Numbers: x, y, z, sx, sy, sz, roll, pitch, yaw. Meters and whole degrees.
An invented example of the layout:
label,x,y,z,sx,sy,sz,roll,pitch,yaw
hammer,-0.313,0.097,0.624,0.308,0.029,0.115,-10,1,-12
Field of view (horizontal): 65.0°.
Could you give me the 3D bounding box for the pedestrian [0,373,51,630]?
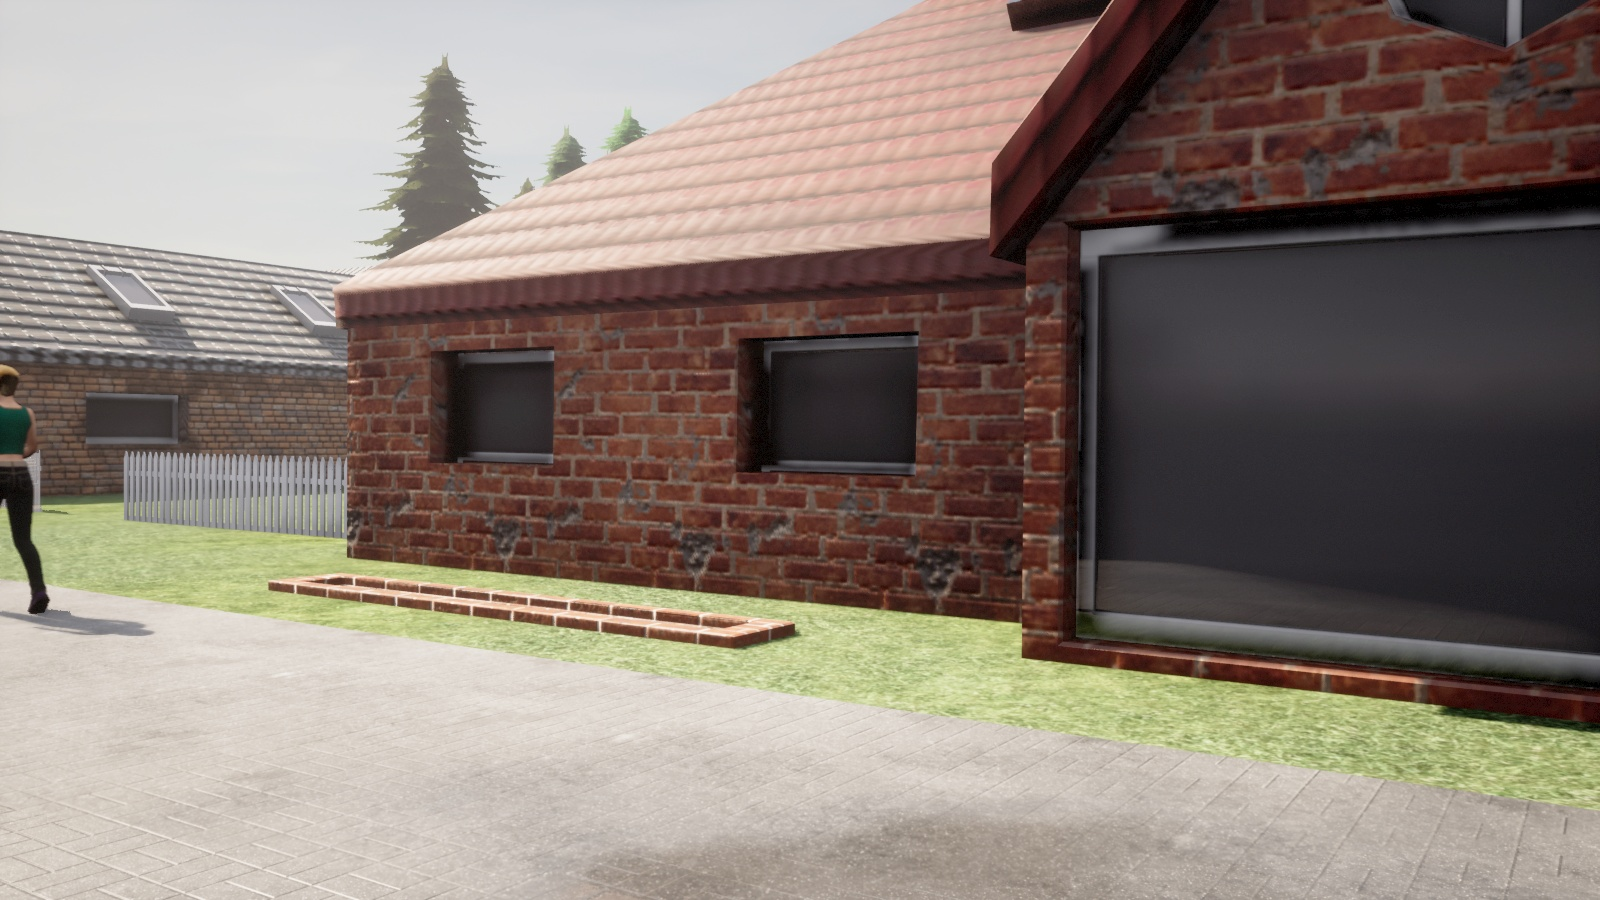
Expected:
label,x,y,z,sx,sy,sz,roll,pitch,yaw
pedestrian,-5.894,0.368,9.285,0.594,1.836,0.345,0,1,31
